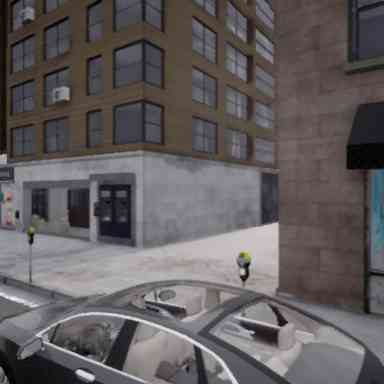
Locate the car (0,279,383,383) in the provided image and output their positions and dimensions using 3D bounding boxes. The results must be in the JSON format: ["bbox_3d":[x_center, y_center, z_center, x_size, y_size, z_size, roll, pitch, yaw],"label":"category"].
[{"bbox_3d":[-0.316,1.550,3.111,4.403,1.369,2.008,0,0,35],"label":"car"}]
